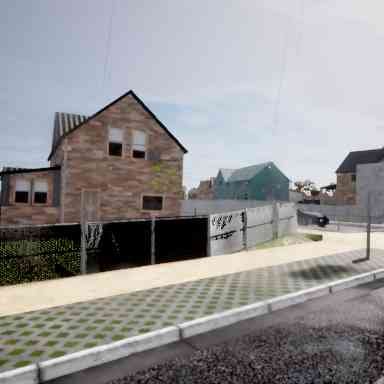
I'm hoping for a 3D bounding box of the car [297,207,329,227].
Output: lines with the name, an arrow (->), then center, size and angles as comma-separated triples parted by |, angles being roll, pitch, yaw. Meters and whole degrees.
car -> 7.571, 1.724, 23.602 | 1.994, 1.385, 4.181 | 3, -2, -28
